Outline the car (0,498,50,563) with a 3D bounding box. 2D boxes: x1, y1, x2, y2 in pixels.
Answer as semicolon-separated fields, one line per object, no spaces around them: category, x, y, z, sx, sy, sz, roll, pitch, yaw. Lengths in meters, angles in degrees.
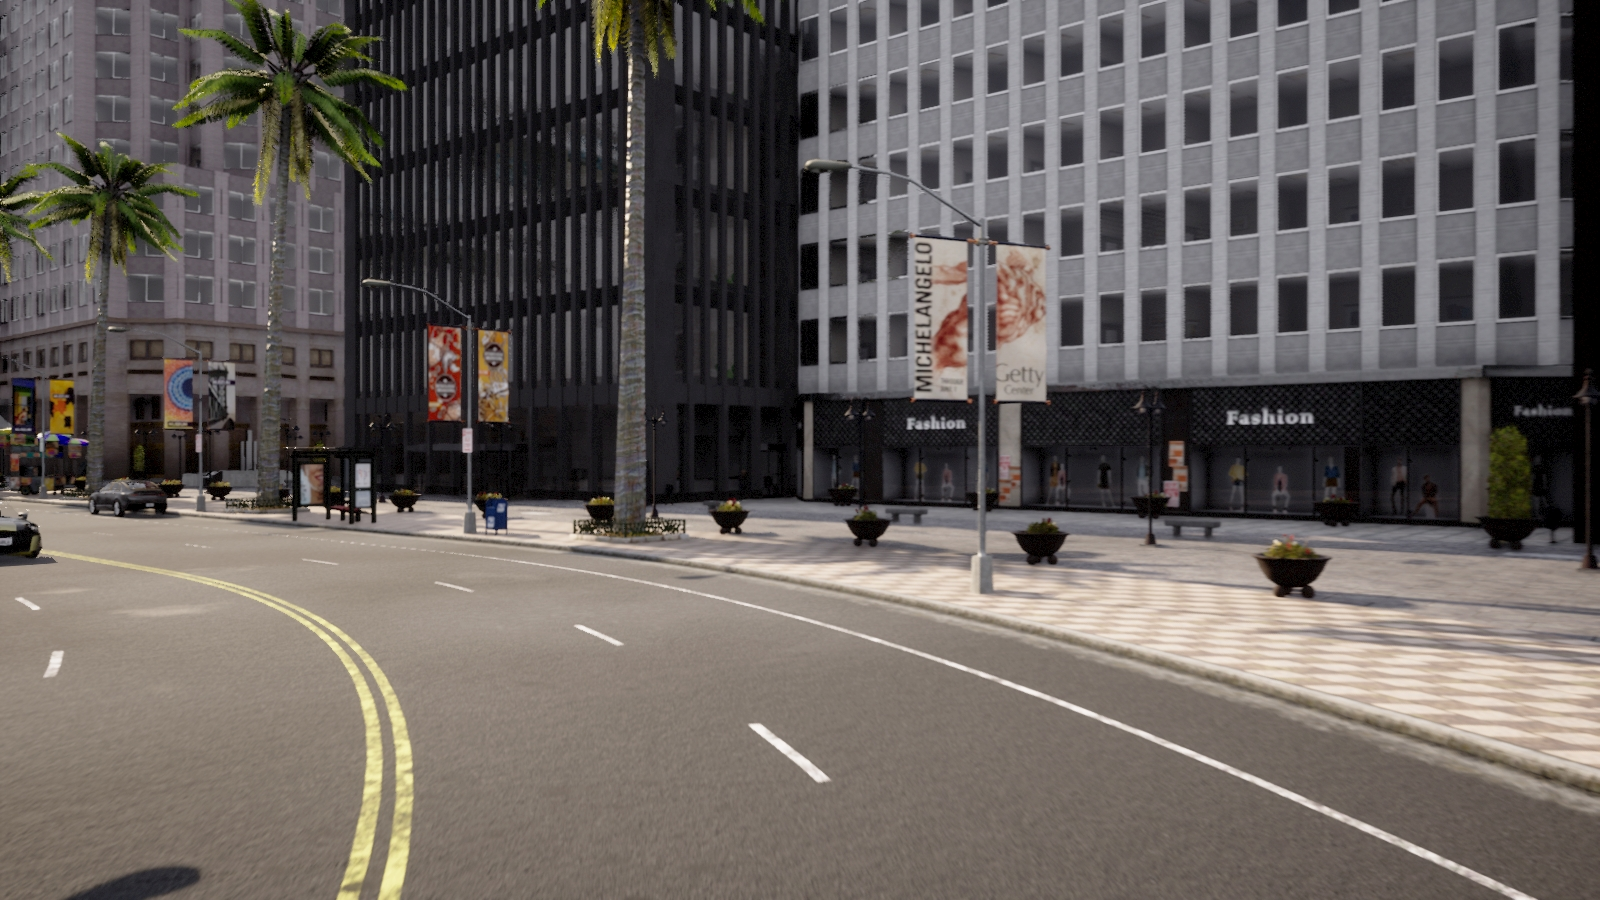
car;-21.190;2.070;29.567;3.806;1.475;1.970;0;0;40
